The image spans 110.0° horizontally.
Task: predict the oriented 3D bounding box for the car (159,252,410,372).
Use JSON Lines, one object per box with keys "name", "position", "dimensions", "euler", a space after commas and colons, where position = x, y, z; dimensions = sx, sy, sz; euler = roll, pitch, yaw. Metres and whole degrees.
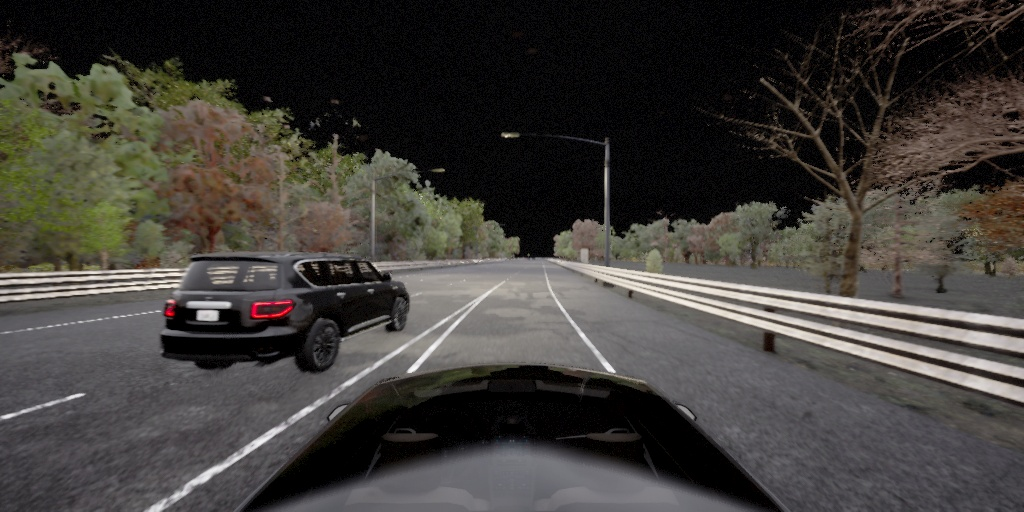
{"name": "car", "position": [-4.130, 0.955, 7.796], "dimensions": [2.150, 2.045, 5.566], "euler": [0, 0, 5]}
